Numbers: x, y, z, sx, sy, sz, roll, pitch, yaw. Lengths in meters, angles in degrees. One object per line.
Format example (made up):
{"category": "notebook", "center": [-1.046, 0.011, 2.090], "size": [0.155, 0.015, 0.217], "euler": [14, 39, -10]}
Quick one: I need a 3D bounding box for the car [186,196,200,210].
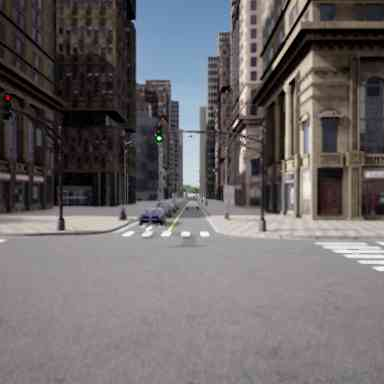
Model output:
{"category": "car", "center": [0.129, 1.975, 57.558], "size": [2.150, 2.045, 5.566], "euler": [0, -1, 0]}

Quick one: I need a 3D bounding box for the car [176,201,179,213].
{"category": "car", "center": [-3.075, 2.120, 45.410], "size": [1.812, 1.442, 4.674], "euler": [0, -1, 0]}

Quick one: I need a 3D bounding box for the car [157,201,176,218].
{"category": "car", "center": [-3.094, 1.977, 36.082], "size": [1.837, 1.490, 4.892], "euler": [0, -1, 0]}

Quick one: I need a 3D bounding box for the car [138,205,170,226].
{"category": "car", "center": [-3.096, 1.951, 26.751], "size": [1.895, 1.301, 4.718], "euler": [0, -1, 0]}

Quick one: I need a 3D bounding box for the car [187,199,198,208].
{"category": "car", "center": [0.058, 2.244, 67.982], "size": [2.097, 1.767, 4.553], "euler": [0, -1, 0]}
